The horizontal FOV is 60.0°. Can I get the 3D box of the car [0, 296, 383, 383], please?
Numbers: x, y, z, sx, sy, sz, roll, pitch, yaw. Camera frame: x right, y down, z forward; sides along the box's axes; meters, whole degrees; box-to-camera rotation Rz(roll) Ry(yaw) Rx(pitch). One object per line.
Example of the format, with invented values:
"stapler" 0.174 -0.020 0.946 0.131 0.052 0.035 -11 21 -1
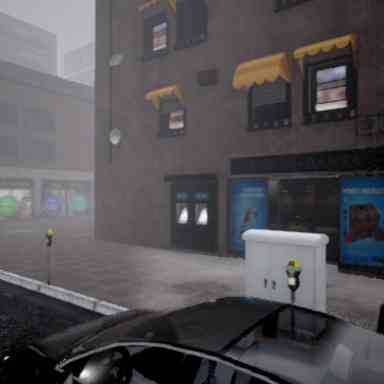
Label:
"car" 0.129 1.577 2.632 4.313 1.339 1.947 0 0 37
